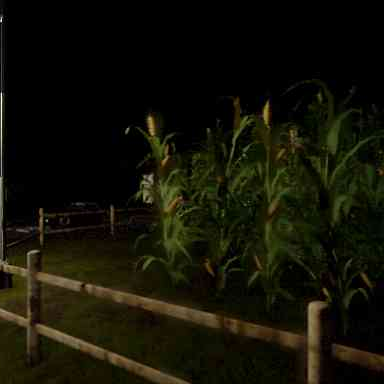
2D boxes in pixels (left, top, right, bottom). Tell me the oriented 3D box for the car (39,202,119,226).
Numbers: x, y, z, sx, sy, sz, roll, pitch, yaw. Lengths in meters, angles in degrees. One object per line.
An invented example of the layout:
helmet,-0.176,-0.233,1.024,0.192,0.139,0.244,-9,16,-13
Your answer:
car,-7.080,1.329,21.030,1.895,1.301,4.718,0,1,39

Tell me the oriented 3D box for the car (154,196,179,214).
car,-1.159,1.084,28.470,1.837,1.490,4.892,1,1,39
